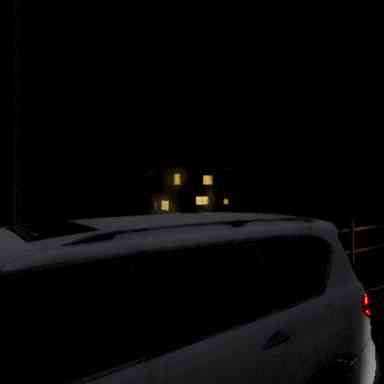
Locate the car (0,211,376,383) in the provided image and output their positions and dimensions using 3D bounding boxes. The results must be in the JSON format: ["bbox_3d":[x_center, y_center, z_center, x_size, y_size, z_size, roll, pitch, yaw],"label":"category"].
[{"bbox_3d":[-0.865,1.225,2.449,5.566,2.045,2.150,0,0,-35],"label":"car"}]
